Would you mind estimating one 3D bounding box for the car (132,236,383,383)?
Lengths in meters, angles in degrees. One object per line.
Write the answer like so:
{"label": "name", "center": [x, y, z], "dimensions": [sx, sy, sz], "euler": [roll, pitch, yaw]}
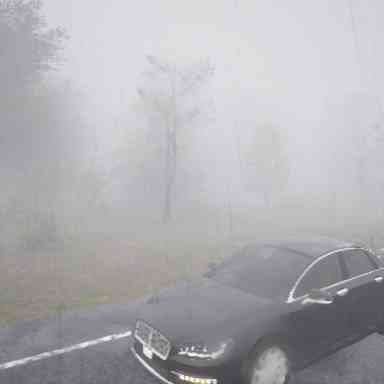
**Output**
{"label": "car", "center": [1.491, 1.505, 5.054], "dimensions": [4.892, 1.490, 1.837], "euler": [0, 0, -35]}
